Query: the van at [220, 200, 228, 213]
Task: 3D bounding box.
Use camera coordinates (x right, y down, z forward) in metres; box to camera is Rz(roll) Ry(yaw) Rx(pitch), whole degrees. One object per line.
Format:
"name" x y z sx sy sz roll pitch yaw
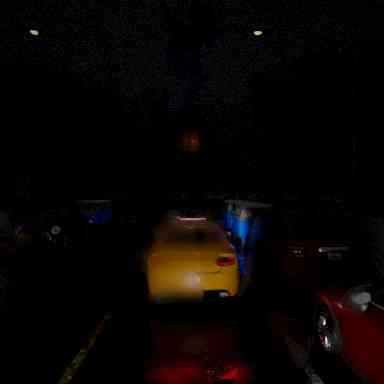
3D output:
"van" 2.657 1.343 19.638 1.690 1.788 3.998 0 0 0

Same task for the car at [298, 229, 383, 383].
"car" 2.746 1.440 3.325 1.967 1.590 4.097 0 0 0

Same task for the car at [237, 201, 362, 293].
"car" 2.716 1.315 8.763 2.192 1.841 5.009 0 0 0

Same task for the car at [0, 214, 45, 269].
"car" -5.808 1.526 8.547 1.752 1.417 4.829 0 0 0

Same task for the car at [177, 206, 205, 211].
"car" -0.051 1.493 18.092 2.128 1.511 4.902 0 0 0

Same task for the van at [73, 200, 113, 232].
"van" -5.868 1.343 19.592 1.690 1.788 3.998 0 0 0

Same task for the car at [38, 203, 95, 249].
"car" -5.838 1.441 14.154 1.967 1.590 4.097 0 0 0

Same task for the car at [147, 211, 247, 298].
"car" 0.038 1.478 8.590 1.882 1.535 5.008 0 0 0

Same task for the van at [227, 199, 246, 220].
"van" 2.687 1.342 14.200 1.690 1.788 3.998 0 0 0
